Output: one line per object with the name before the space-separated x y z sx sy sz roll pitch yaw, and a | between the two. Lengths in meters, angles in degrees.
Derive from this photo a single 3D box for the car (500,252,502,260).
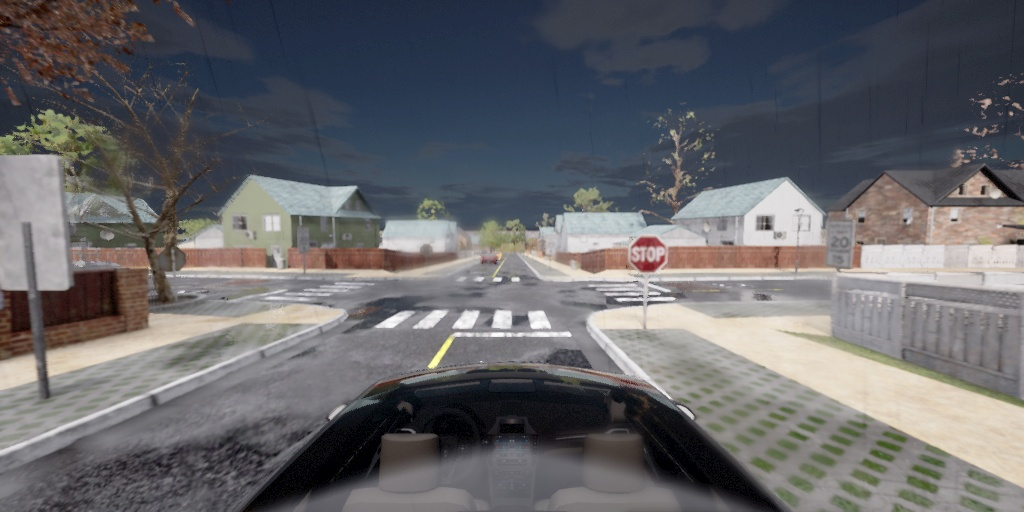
car | -2.718 -0.044 64.461 1.882 1.535 5.008 0 1 0

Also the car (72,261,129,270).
car | -21.852 1.049 18.781 4.892 1.490 1.837 1 4 14

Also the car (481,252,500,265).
car | -2.801 0.333 44.656 1.882 1.535 5.008 0 1 0
